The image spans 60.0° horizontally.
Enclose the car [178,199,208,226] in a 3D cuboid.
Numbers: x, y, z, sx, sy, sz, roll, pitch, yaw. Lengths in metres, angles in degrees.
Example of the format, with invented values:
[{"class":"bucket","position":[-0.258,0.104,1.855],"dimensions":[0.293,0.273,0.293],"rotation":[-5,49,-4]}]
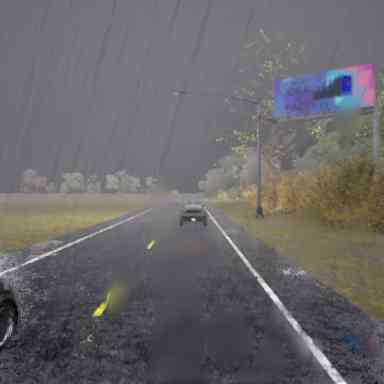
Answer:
[{"class":"car","position":[0.105,1.521,23.773],"dimensions":[1.837,1.490,4.892],"rotation":[0,0,0]}]

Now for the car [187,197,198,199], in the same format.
[{"class":"car","position":[0.112,1.379,42.648],"dimensions":[2.097,1.767,4.553],"rotation":[0,0,0]}]

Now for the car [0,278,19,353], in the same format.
[{"class":"car","position":[-3.594,1.567,3.284],"dimensions":[1.994,1.385,4.181],"rotation":[0,0,0]}]
